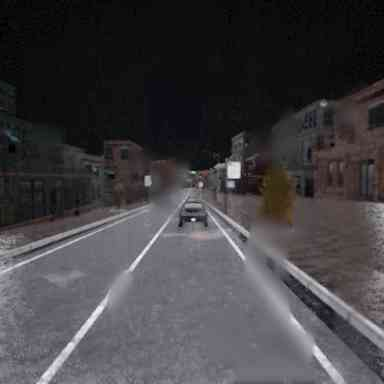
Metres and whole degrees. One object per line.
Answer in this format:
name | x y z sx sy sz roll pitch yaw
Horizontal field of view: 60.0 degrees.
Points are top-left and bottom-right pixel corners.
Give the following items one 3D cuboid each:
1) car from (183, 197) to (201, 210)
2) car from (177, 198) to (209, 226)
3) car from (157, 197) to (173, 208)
car | 0.015 1.399 41.258 2.033 1.411 5.357 0 0 0
car | 0.077 1.421 22.519 1.837 1.490 4.892 0 0 0
car | -3.569 1.391 44.847 2.033 1.411 5.357 0 0 0
